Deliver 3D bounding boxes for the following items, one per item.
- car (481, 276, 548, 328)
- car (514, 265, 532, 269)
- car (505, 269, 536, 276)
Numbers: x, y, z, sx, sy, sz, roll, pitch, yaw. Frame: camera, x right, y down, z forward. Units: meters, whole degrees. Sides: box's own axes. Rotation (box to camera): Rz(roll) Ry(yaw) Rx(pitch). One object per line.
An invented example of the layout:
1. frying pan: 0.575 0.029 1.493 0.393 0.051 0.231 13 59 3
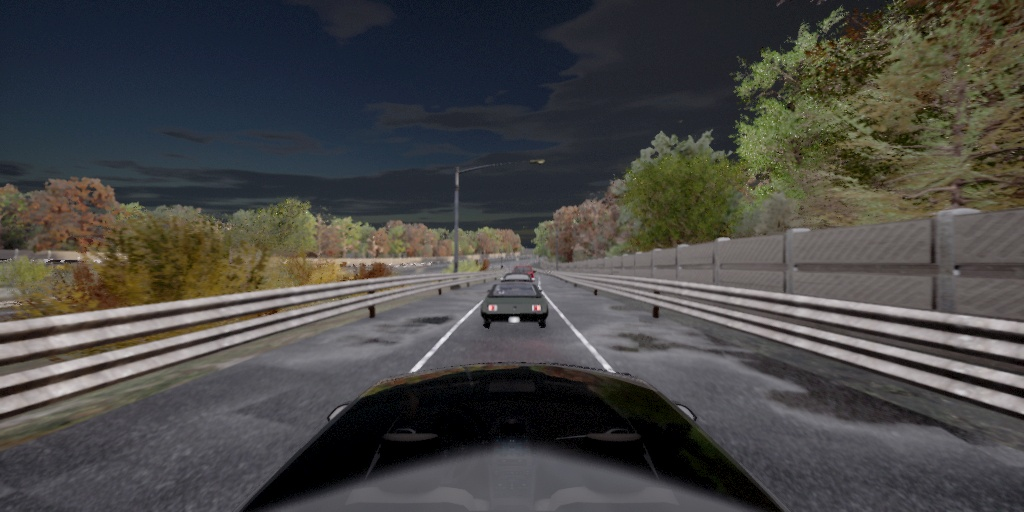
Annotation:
1. car: 0.105 1.516 12.068 1.895 1.301 4.718 0 -1 1
2. car: 1.106 1.928 34.524 2.150 2.045 5.566 0 -2 3
3. car: 0.341 1.680 20.899 1.882 1.535 5.008 0 -2 2
